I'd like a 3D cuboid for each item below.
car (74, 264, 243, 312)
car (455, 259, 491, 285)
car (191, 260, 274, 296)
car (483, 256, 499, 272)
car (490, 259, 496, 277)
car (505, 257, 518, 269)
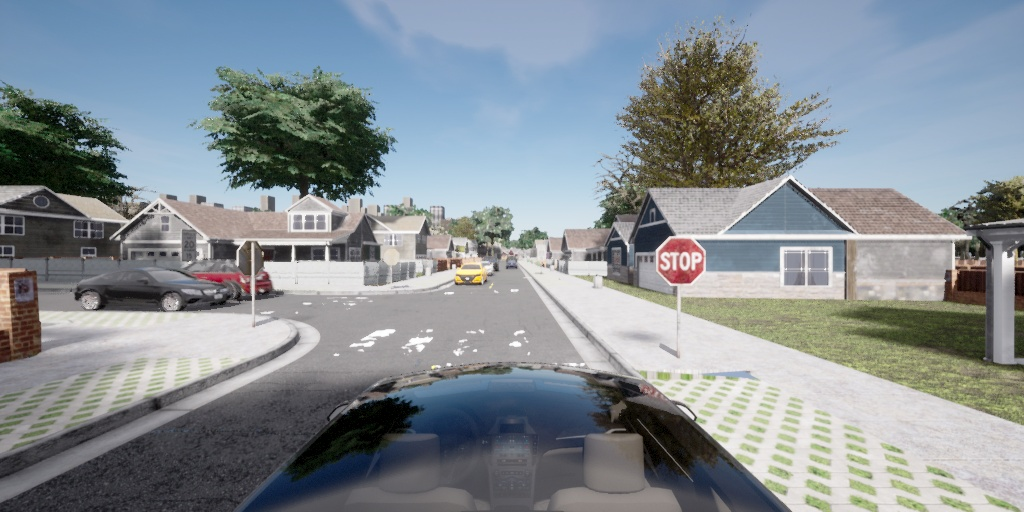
[{"bbox_3d":[-12.560,1.137,12.636,4.674,1.442,1.812,1,0,3],"label":"car"},{"bbox_3d":[-2.901,1.240,26.294,1.882,1.535,5.008,0,0,2],"label":"car"},{"bbox_3d":[-13.183,0.954,15.708,4.553,1.767,2.097,1,0,0],"label":"car"},{"bbox_3d":[-2.871,1.002,47.250,2.150,2.045,5.566,0,0,0],"label":"car"},{"bbox_3d":[-2.873,1.294,36.618,1.812,1.442,4.674,0,0,0],"label":"car"},{"bbox_3d":[-0.040,1.347,57.180,2.033,1.411,5.357,0,0,0],"label":"car"}]
